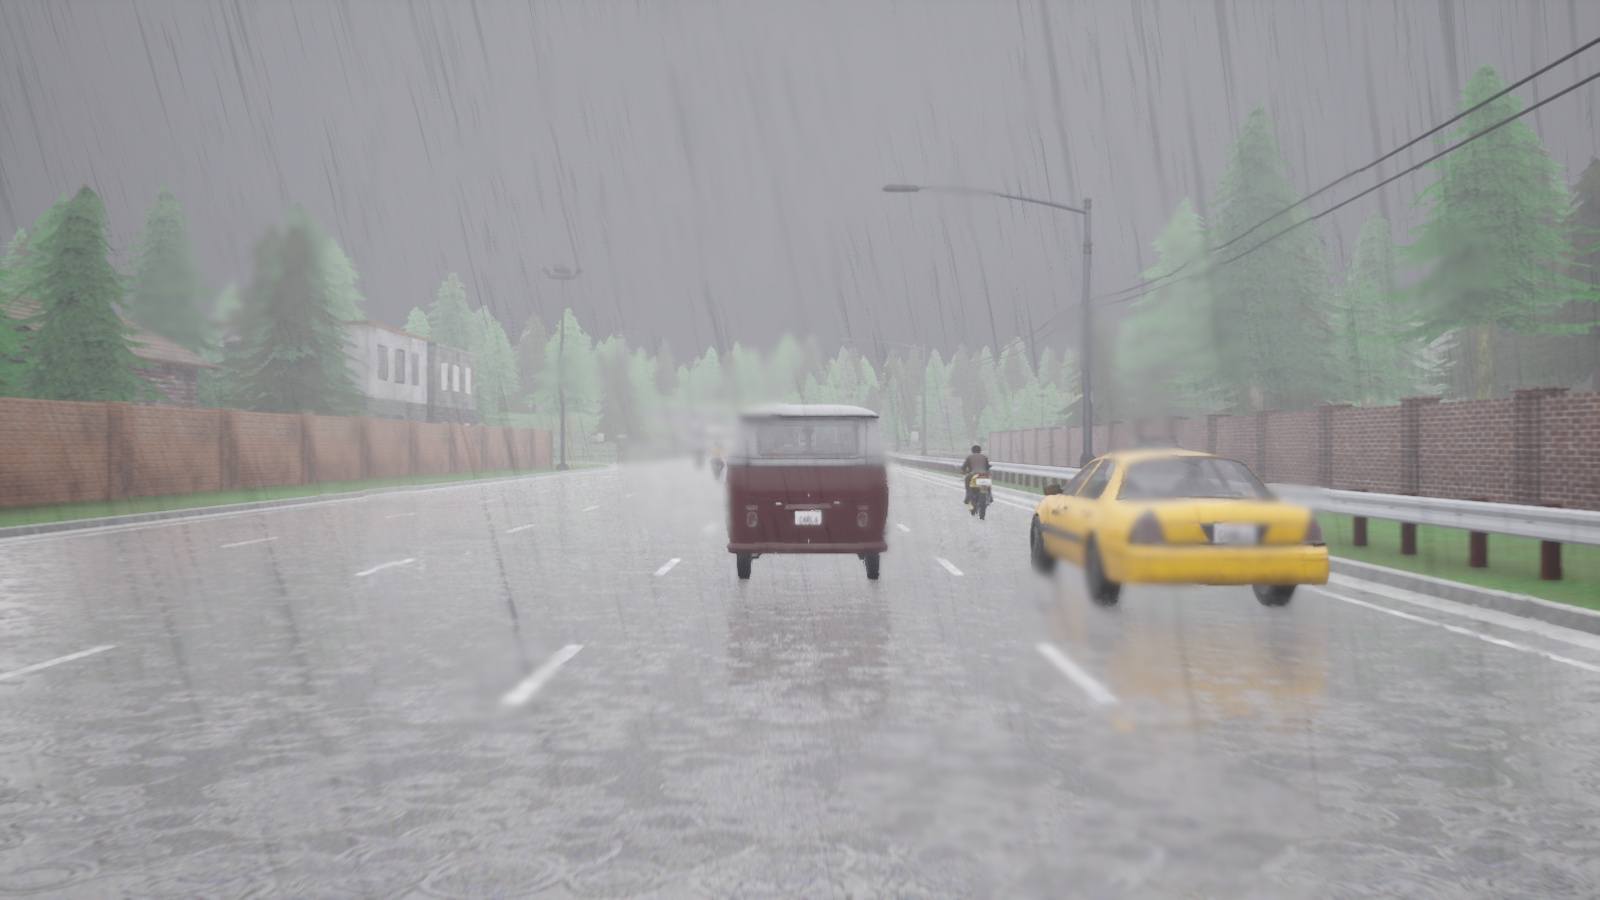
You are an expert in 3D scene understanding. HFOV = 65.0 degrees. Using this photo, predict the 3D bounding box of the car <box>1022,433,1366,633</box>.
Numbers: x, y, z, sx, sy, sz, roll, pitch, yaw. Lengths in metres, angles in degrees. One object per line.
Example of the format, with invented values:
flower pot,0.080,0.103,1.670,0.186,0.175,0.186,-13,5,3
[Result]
car,3.588,0.652,12.608,1.801,1.575,5.366,0,0,0

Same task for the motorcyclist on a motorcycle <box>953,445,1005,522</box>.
motorcyclist on a motorcycle,3.664,0.657,25.885,0.797,1.523,2.044,0,0,0

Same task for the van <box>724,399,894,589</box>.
van,0.104,0.455,15.375,1.775,1.987,4.442,0,0,0
